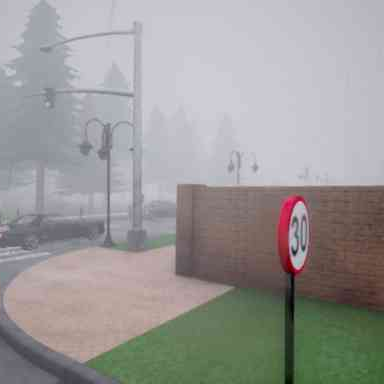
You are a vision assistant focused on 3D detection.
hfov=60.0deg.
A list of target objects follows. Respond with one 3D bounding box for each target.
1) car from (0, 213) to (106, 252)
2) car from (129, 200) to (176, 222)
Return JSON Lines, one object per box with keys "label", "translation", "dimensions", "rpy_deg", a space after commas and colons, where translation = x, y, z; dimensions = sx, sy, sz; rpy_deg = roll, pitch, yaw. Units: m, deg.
{"label": "car", "translation": [-5.876, 1.537, 13.791], "dimensions": [1.895, 1.301, 4.718], "rpy_deg": [0, 0, 33]}
{"label": "car", "translation": [-2.627, 1.407, 25.275], "dimensions": [2.128, 1.511, 4.902], "rpy_deg": [0, 0, 34]}
